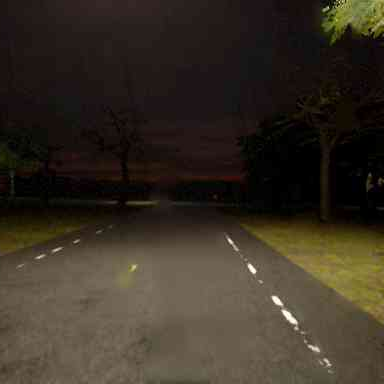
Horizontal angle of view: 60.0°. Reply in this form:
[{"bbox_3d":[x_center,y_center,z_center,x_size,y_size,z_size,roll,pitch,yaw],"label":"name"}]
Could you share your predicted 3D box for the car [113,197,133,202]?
[{"bbox_3d":[-17.935,1.848,86.241,5.008,1.535,1.882,2,0,0],"label":"car"}]
